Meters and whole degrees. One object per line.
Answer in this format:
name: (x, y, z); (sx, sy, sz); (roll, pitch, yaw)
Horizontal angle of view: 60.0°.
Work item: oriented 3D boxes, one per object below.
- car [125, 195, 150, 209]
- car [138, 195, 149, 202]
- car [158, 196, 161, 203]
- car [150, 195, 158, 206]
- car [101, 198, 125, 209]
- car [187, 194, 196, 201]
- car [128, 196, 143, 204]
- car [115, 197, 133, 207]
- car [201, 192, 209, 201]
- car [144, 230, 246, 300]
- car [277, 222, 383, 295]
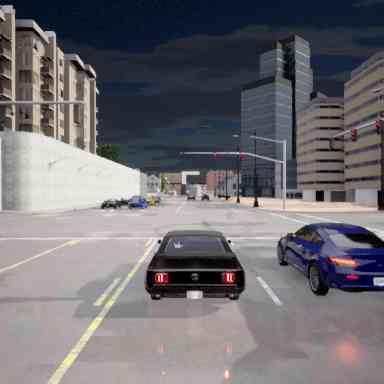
car: (-7.165, 1.436, 44.389); (1.882, 1.535, 5.008); (0, 0, 0)
car: (-10.620, 1.450, 73.166); (1.812, 1.442, 4.674); (0, 0, 0)
car: (-7.150, 1.424, 64.284); (2.128, 1.511, 4.902); (0, 0, 1)
car: (-7.174, 1.424, 53.847); (1.882, 1.535, 5.008); (0, 0, 0)
car: (-10.665, 1.530, 44.097); (1.994, 1.385, 4.181); (0, 0, 0)
car: (-0.138, 1.245, 84.646); (2.097, 1.767, 4.553); (0, 0, 0)
car: (-10.658, 1.446, 63.008); (1.837, 1.490, 4.892); (0, 0, 0)
car: (-10.679, 1.556, 52.857); (1.895, 1.301, 4.718); (0, 0, 0)
car: (3.362, 1.382, 84.581); (1.837, 1.490, 4.892); (0, 0, 0)
car: (0.062, 1.591, 8.311); (1.895, 1.301, 4.718); (0, 0, 0)
car: (3.563, 1.508, 8.538); (1.812, 1.442, 4.674); (0, 0, 0)
